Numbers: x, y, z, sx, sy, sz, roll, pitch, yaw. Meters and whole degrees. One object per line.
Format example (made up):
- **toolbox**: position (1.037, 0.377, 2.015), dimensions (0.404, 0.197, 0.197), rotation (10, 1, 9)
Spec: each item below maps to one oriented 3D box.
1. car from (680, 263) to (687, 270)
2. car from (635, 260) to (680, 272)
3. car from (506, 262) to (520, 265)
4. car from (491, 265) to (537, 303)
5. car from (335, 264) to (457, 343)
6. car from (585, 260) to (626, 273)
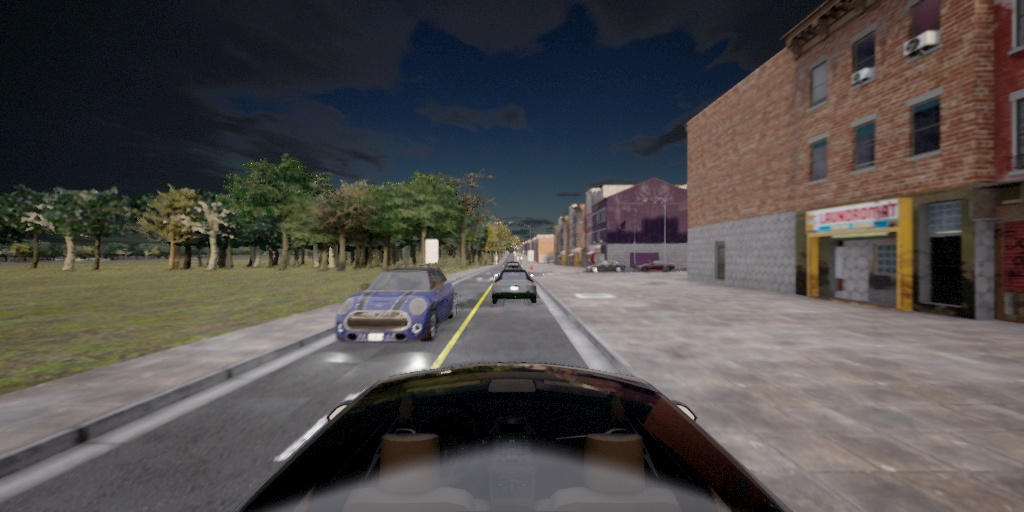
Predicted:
- **car**: position (21.336, 0.884, 40.055), dimensions (4.829, 1.417, 1.751), rotation (0, 0, 0)
- **car**: position (15.974, 1.060, 40.057), dimensions (4.207, 1.307, 1.802), rotation (0, 0, 0)
- **car**: position (0.081, 1.329, 36.215), dimensions (1.837, 1.490, 4.892), rotation (-1, 0, 0)
- **car**: position (0.097, 1.315, 16.724), dimensions (1.994, 1.385, 4.181), rotation (0, 0, 0)
- **car**: position (-2.844, 1.100, 9.740), dimensions (2.097, 1.767, 4.553), rotation (0, 0, 0)
- **car**: position (10.443, 1.147, 40.059), dimensions (4.403, 1.370, 2.007), rotation (0, 0, 0)
